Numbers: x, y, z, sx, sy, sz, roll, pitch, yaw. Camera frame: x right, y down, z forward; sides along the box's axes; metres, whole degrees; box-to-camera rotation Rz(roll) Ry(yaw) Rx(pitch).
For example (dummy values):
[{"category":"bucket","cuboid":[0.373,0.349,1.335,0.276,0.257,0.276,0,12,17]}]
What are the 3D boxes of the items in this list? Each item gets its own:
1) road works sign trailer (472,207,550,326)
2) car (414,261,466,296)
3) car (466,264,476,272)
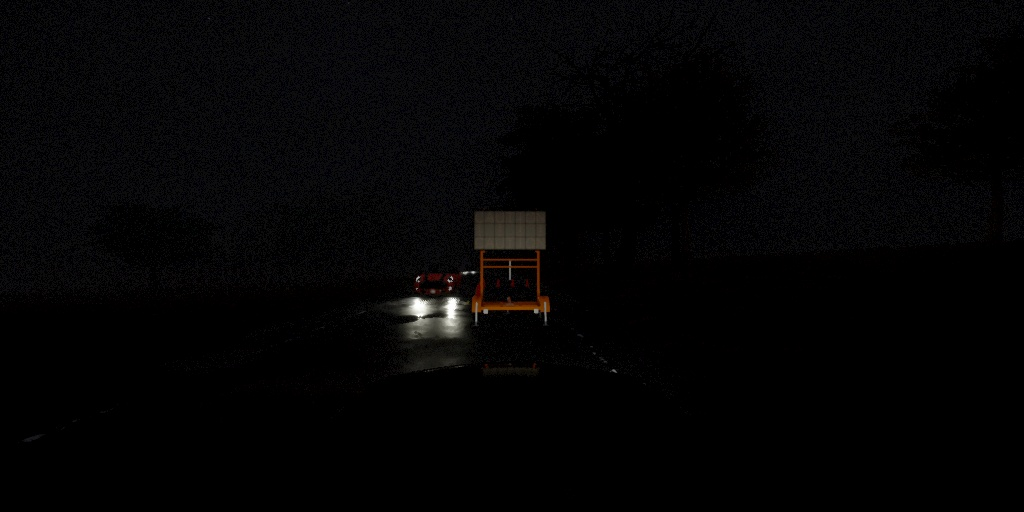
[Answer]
[{"category":"road works sign trailer","cuboid":[-0.065,0.231,11.701,2.380,3.560,2.880,0,0,-2]},{"category":"car","cuboid":[-3.962,1.188,19.885,2.097,1.767,4.553,0,-1,-2]},{"category":"car","cuboid":[-7.319,2.025,62.075,2.033,1.411,5.357,0,-1,-7]}]
